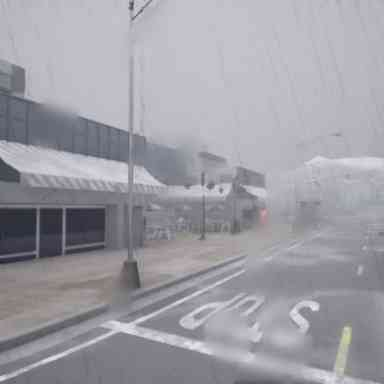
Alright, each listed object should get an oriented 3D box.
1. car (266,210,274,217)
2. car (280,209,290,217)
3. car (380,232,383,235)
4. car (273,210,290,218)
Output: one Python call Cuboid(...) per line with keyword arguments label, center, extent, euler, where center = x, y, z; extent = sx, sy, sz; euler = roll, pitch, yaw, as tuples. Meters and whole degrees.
Cuboid(label="car", center=(18.764, 5.503, 85.427), extent=(1.932, 1.855, 4.605), euler=(-2, -3, 28))
Cuboid(label="car", center=(25.407, 5.720, 90.768), extent=(1.905, 1.878, 3.866), euler=(-2, -3, 28))
Cuboid(label="car", center=(8.843, 2.060, 13.499), extent=(1.837, 1.490, 4.892), euler=(-2, -4, 29))
Cuboid(label="car", center=(20.086, 5.064, 73.323), extent=(2.007, 1.523, 4.514), euler=(-2, -3, 28))
